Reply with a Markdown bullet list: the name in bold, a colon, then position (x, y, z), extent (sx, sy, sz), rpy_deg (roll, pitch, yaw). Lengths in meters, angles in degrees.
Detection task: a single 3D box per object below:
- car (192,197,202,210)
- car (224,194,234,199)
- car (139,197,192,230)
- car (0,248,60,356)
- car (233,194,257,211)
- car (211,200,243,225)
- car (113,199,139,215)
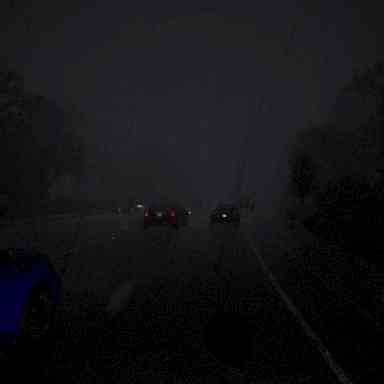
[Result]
- **car**: position (-0.098, 1.466, 43.657), extent (2.128, 1.511, 4.902), rpy_deg (0, 0, 18)
- **car**: position (8.235, 1.068, 72.199), extent (1.882, 1.535, 5.008), rpy_deg (0, 0, 29)
- **car**: position (-1.541, 1.339, 21.265), extent (2.097, 1.767, 4.553), rpy_deg (0, 0, 9)
- **car**: position (-3.269, 1.214, 3.041), extent (2.150, 2.045, 5.566), rpy_deg (0, 0, 2)
- **car**: position (6.933, 1.356, 42.039), extent (2.097, 1.767, 4.553), rpy_deg (0, 0, 17)
- **car**: position (2.510, 1.562, 24.275), extent (1.994, 1.385, 4.181), rpy_deg (0, 0, 10)
- **car**: position (-6.355, 1.452, 34.130), extent (2.128, 1.511, 4.902), rpy_deg (0, 0, 14)
